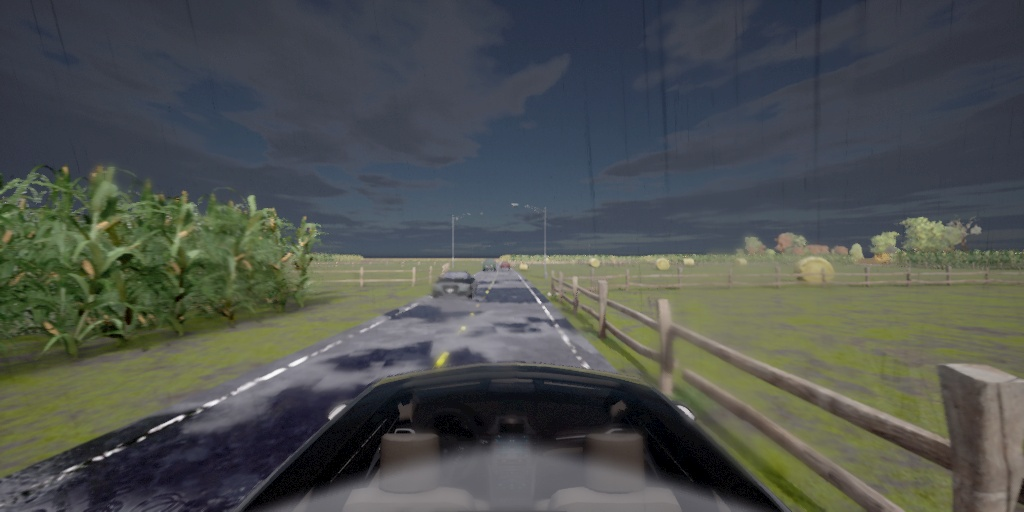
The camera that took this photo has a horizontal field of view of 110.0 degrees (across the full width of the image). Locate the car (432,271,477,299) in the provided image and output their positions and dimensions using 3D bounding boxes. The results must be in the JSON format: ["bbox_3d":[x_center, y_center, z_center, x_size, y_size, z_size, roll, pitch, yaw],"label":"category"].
[{"bbox_3d":[-2.965,1.495,19.303,1.994,1.385,4.181,0,-1,-1],"label":"car"}]

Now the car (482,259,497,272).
[{"bbox_3d":[-3.817,1.558,61.165,2.150,2.045,5.566,0,-1,-1],"label":"car"}]

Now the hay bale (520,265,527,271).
[{"bbox_3d":[2.043,2.007,63.029,1.220,1.180,1.240,0,0,-2],"label":"hay bale"}]
